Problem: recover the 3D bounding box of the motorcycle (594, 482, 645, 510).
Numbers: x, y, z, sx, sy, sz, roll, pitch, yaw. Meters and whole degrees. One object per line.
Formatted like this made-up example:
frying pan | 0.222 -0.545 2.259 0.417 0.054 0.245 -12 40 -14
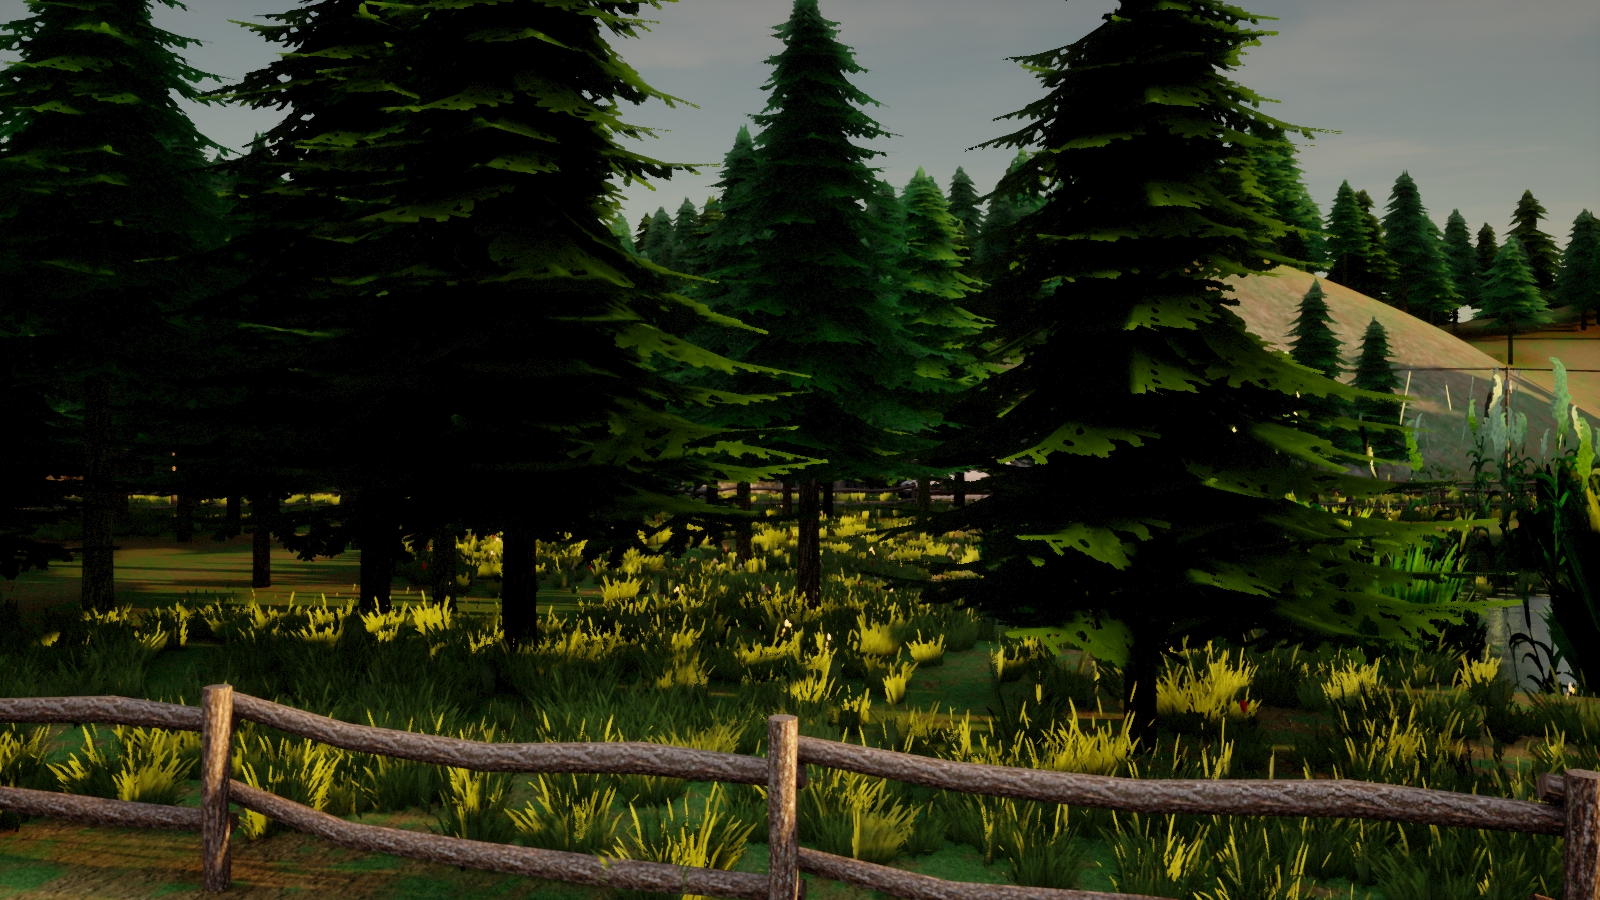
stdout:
motorcycle | -8.546 2.178 54.108 2.209 1.251 0.867 0 0 14
